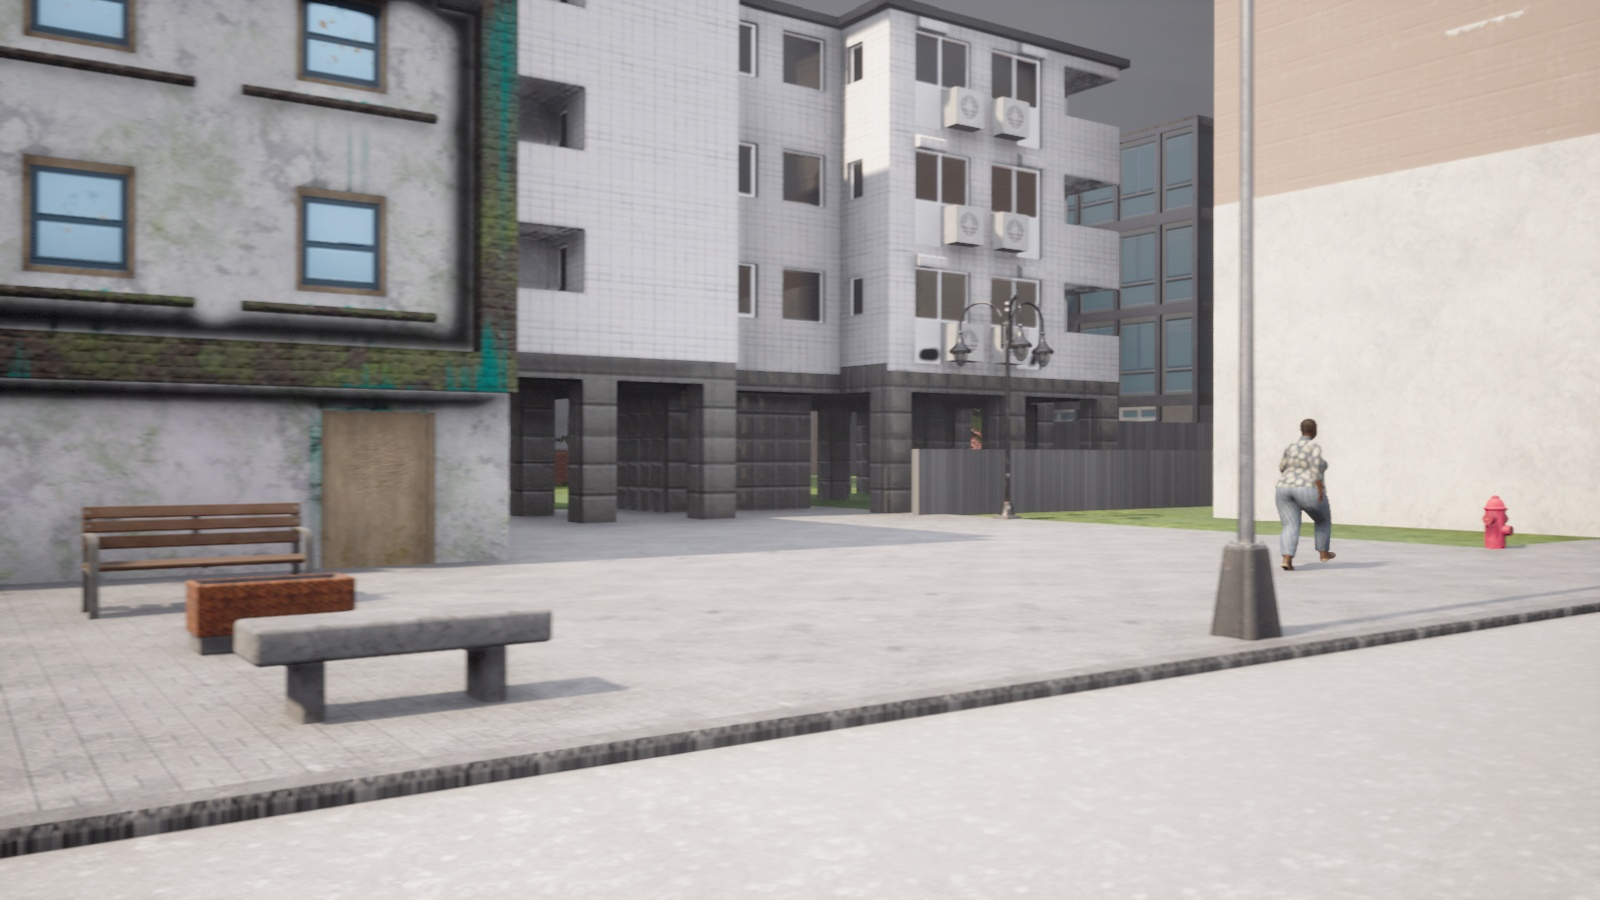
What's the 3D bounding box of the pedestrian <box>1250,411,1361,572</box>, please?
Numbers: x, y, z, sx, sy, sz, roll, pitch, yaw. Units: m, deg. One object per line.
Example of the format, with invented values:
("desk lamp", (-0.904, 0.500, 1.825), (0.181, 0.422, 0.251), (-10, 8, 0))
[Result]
("pedestrian", (6.060, 0.479, 15.064), (0.900, 1.855, 0.874), (0, 0, -34))
